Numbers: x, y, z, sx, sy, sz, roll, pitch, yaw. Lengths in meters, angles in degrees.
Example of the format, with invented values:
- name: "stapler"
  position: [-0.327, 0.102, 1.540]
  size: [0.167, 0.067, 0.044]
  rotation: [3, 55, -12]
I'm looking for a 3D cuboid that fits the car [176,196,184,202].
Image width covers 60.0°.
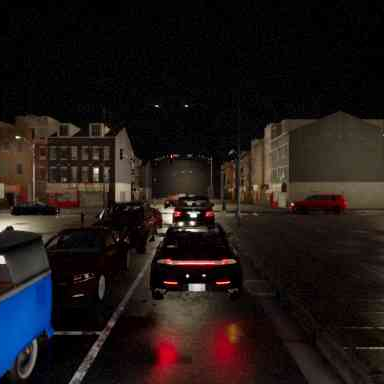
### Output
- name: "car"
  position: [-2.730, 1.589, 77.838]
  size: [1.752, 1.417, 4.829]
  rotation: [0, 0, 0]

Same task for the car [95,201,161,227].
- name: "car"
  position: [-2.659, 1.315, 13.603]
  size: [2.192, 1.841, 5.009]
  rotation: [0, 0, 0]

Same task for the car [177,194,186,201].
- name: "car"
  position: [-2.744, 1.400, 88.861]
  size: [2.192, 1.841, 5.009]
  rotation: [0, 0, 0]

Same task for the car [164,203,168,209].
- name: "car"
  position: [-2.664, 1.546, 19.036]
  size: [1.887, 1.381, 4.507]
  rotation: [0, 0, 0]

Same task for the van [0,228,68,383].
- name: "van"
  position: [-2.647, 1.341, 2.735]
  size: [1.690, 1.788, 3.998]
  rotation: [0, 0, 0]

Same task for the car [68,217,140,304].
- name: "car"
  position: [-2.652, 1.544, 8.169]
  size: [1.887, 1.381, 4.507]
  rotation: [0, 0, 0]

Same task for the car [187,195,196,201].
- name: "car"
  position: [-0.095, 1.437, 86.166]
  size: [2.128, 1.511, 4.902]
  rotation: [0, 0, 0]

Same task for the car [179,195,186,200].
- name: "car"
  position: [-2.749, 1.536, 94.288]
  size: [1.967, 1.590, 4.097]
  rotation: [-1, 0, 0]

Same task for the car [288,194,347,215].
- name: "car"
  position: [12.737, 1.238, 33.823]
  size: [5.566, 2.045, 2.150]
  rotation: [0, 0, 0]

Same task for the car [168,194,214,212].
- name: "car"
  position: [0.079, 1.223, 18.557]
  size: [2.150, 2.045, 5.566]
  rotation: [0, 0, 0]

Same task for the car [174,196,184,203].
- name: "car"
  position: [-2.724, 1.605, 72.580]
  size: [2.008, 1.369, 4.403]
  rotation: [0, 0, 0]

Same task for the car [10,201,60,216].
- name: "car"
  position: [-14.487, 1.571, 30.891]
  size: [4.181, 1.385, 1.994]
  rotation: [0, 0, 0]

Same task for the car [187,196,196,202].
- name: "car"
  position: [-0.084, 1.648, 76.193]
  size: [1.895, 1.301, 4.718]
  rotation: [0, 0, 0]

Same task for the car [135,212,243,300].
- name: "car"
  position: [0.089, 1.491, 8.364]
  size: [2.128, 1.511, 4.902]
  rotation: [0, 0, 0]

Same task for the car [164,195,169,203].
- name: "car"
  position: [-2.695, 1.333, 45.446]
  size: [2.192, 1.841, 5.009]
  rotation: [0, 0, 0]

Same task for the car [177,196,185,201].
- name: "car"
  position: [-2.736, 1.640, 83.434]
  size: [1.947, 1.339, 4.313]
  rotation: [0, 0, 0]

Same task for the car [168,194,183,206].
- name: "car"
  position: [-2.707, 1.345, 56.300]
  size: [2.192, 1.841, 5.009]
  rotation: [0, 0, 0]
